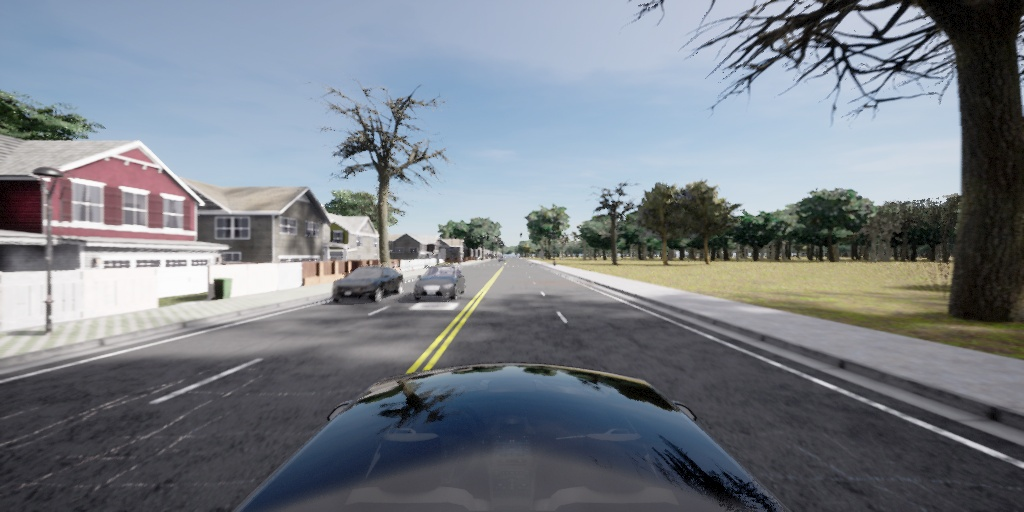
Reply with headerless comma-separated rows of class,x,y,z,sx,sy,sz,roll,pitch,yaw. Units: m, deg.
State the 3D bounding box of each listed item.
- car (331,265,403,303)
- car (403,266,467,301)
car,-6.589,1.225,16.917,1.882,1.535,5.008,0,0,0
car,-3.338,1.239,17.301,2.128,1.511,4.902,0,0,0
